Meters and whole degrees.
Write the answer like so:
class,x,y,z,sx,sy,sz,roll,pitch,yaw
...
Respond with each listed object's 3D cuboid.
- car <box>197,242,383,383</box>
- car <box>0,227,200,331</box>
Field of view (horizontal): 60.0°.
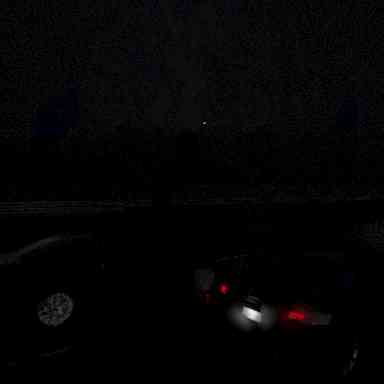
class,x,y,z,sx,sy,sz,roll,pitch,yaw
car,2.405,1.542,5.463,4.181,1.385,1.994,0,0,-36
car,-1.568,1.466,6.928,5.008,1.535,1.882,0,0,-36
